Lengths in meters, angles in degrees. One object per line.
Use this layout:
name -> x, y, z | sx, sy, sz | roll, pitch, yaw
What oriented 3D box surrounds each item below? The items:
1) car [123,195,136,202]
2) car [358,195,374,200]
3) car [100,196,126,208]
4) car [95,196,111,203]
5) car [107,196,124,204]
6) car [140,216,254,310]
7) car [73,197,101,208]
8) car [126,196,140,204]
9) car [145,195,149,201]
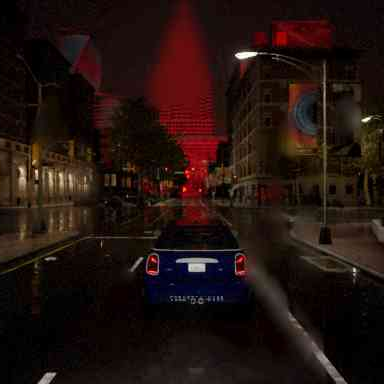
car -> -14.738, 1.540, 78.639 | 2.033, 1.411, 5.357 | 0, 0, 0
car -> 34.674, 1.481, 68.709 | 2.231, 1.521, 4.892 | 0, 0, 0
car -> -11.351, 1.547, 48.305 | 2.033, 1.411, 5.357 | 0, 0, -2
car -> -18.025, 1.595, 67.492 | 1.895, 1.301, 4.718 | 0, 0, 0
car -> -14.822, 1.492, 64.417 | 2.128, 1.511, 4.902 | 0, 0, 1
car -> 0.100, 1.352, 7.983 | 2.097, 1.767, 4.553 | 0, 0, 0
car -> -15.310, 1.601, 48.042 | 1.895, 1.301, 4.718 | 0, 0, 6
car -> -11.321, 1.564, 64.958 | 1.994, 1.385, 4.181 | 0, 0, 1
car -> -11.236, 1.524, 79.275 | 1.812, 1.442, 4.674 | 0, 0, 0
